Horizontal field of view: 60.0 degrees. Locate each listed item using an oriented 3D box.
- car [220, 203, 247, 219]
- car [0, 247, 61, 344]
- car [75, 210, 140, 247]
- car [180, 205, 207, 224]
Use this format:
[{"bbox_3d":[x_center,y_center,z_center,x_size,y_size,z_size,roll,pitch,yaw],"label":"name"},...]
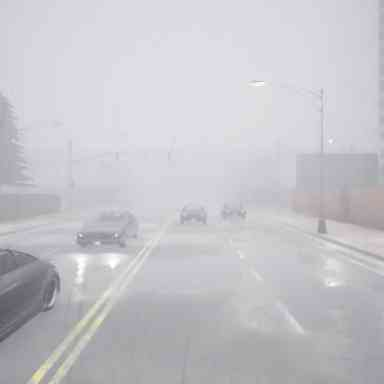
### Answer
[{"bbox_3d":[3.502,1.608,29.171,1.895,1.301,4.718,0,0,0],"label":"car"},{"bbox_3d":[-3.598,1.565,4.942,1.994,1.385,4.181,0,0,0],"label":"car"},{"bbox_3d":[-3.595,1.551,15.243,2.033,1.411,5.357,0,0,-1],"label":"car"},{"bbox_3d":[0.102,1.607,24.646,1.895,1.301,4.718,0,0,0],"label":"car"}]
